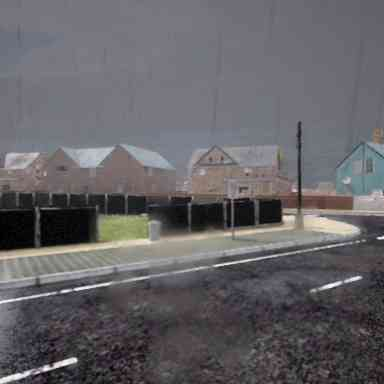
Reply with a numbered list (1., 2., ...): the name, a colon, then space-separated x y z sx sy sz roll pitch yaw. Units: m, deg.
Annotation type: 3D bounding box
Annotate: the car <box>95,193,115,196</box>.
1. car: -7.885 0.887 30.956 5.008 1.535 1.882 1 1 19
